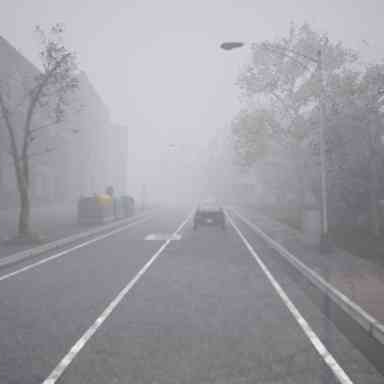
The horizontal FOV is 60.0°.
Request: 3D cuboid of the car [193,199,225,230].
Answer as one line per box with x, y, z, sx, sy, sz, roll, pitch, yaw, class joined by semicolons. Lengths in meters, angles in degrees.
1.122;1.473;21.316;1.882;1.535;5.008;0;0;3;car
